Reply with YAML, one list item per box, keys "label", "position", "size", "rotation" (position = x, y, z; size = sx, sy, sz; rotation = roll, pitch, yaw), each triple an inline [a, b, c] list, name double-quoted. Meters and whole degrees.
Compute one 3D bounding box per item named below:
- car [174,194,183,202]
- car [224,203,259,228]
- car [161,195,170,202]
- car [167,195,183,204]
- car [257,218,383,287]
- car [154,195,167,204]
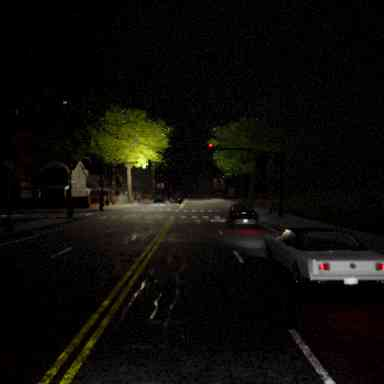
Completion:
- label: "car"
  position: [-3.254, 1.422, 81.662]
  size: [2.097, 1.767, 4.553]
  rotation: [0, 0, 0]
- label: "car"
  position: [3.324, 1.527, 22.628]
  size: [1.837, 1.490, 4.892]
  rotation: [0, 0, 2]
- label: "car"
  position: [-6.504, 1.591, 81.622]
  size: [1.812, 1.442, 4.674]
  rotation: [0, 0, 0]
- label: "car"
  position: [-3.259, 1.411, 66.174]
  size: [2.097, 1.767, 4.553]
  rotation: [0, 0, 0]
- label: "car"
  position: [3.352, 1.612, 9.288]
  size: [1.895, 1.301, 4.718]
  rotation: [0, 0, -1]
- label: "car"
  position: [-6.506, 1.655, 66.094]
  size: [1.895, 1.301, 4.718]
  rotation: [0, 0, 0]
